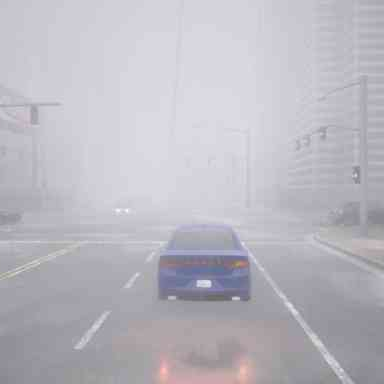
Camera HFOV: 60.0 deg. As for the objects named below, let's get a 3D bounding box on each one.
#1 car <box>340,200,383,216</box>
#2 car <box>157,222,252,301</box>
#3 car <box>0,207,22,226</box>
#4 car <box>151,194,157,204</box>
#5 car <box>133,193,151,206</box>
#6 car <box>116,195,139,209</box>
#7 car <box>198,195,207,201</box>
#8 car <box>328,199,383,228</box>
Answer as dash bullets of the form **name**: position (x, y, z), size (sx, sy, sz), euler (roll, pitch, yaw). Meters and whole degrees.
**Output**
- **car**: position (17.221, 1.505, 32.294), size (4.892, 1.490, 1.837), euler (0, 0, 2)
- **car**: position (0.306, 1.478, 8.383), size (1.882, 1.535, 5.008), euler (0, 0, 2)
- **car**: position (-14.134, 1.477, 22.438), size (5.008, 1.535, 1.882), euler (0, 0, 2)
- **car**: position (-8.431, 1.547, 66.158), size (2.033, 1.411, 5.357), euler (0, 0, 3)
- **car**: position (-8.840, 1.221, 55.477), size (2.150, 2.045, 5.566), euler (0, 0, 2)
- **car**: position (-9.150, 1.564, 46.134), size (1.994, 1.385, 4.181), euler (0, 0, 2)
- **car**: position (2.749, 1.524, 86.160), size (1.812, 1.442, 4.674), euler (0, 0, 2)
- **car**: position (11.454, 1.351, 21.748), size (4.553, 1.767, 2.097), euler (0, 0, 2)
